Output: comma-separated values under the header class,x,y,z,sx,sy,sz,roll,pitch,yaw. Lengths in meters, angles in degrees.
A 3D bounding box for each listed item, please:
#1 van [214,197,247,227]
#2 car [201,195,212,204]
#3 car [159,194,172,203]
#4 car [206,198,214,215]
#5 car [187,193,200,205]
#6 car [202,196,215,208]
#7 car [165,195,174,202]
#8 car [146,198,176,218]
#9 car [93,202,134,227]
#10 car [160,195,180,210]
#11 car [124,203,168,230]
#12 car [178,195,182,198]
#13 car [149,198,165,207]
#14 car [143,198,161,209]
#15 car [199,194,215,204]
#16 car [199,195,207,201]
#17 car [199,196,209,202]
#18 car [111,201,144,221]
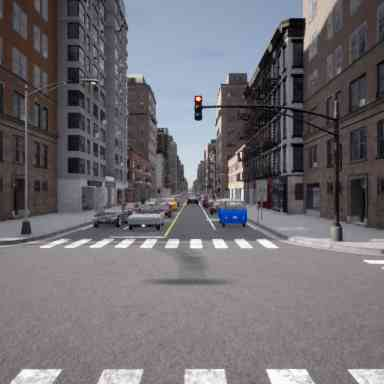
class,x,y,z,sx,sy,sz,roll,pitch,yaw
van,2.653,1.340,22.432,1.690,1.788,3.998,0,0,0
car,2.683,1.422,62.201,1.967,1.590,4.097,0,0,0
car,-5.338,1.292,67.884,2.192,1.841,5.009,0,0,0
car,2.662,1.580,33.794,1.802,1.307,4.206,0,0,0
car,0.152,1.463,56.855,1.882,1.535,5.008,0,0,0
car,2.670,1.576,45.157,1.802,1.307,4.206,0,0,0
car,-5.330,1.409,79.247,1.967,1.590,4.097,0,0,0
car,-2.824,1.562,30.281,1.994,1.385,4.181,0,0,0
car,-5.372,1.550,22.429,2.008,1.369,4.403,0,0,0
car,-2.814,1.474,39.927,1.882,1.535,5.008,0,0,0
car,-2.804,1.600,21.136,1.895,1.301,4.718,0,0,-1
car,-2.773,1.591,50.033,1.895,1.301,4.718,0,0,0
car,-5.350,1.556,50.839,1.947,1.339,4.313,0,0,0
car,-5.355,1.519,44.987,1.752,1.417,4.829,0,0,0
car,2.675,1.305,50.839,2.192,1.841,5.009,0,0,0
car,2.700,1.530,84.926,1.947,1.339,4.313,0,0,0
car,2.691,1.524,73.563,2.008,1.369,4.403,0,0,0
car,-5.367,1.543,28.111,1.887,1.381,4.507,0,0,0
